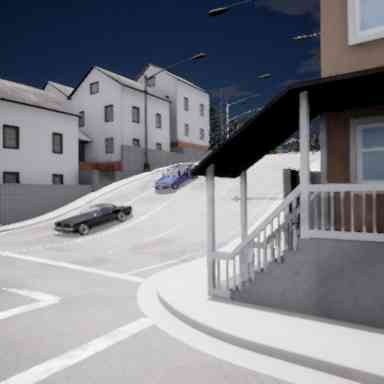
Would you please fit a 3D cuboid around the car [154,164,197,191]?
[{"bbox_3d":[-1.238,-1.316,26.787,1.812,1.442,4.674,-1,18,33],"label":"car"}]

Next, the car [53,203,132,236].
[{"bbox_3d":[-5.853,1.494,19.981,1.895,1.301,4.718,-1,10,34],"label":"car"}]
